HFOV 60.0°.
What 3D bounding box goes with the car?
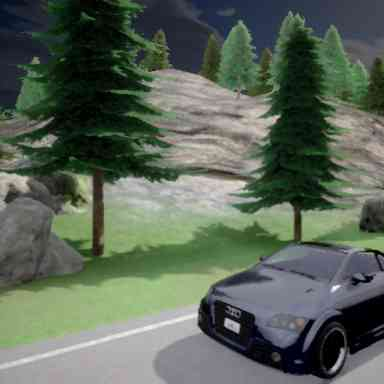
[{"bbox_3d":[2.148,1.567,5.522,4.181,1.385,1.994,0,0,-35],"label":"car"}]
